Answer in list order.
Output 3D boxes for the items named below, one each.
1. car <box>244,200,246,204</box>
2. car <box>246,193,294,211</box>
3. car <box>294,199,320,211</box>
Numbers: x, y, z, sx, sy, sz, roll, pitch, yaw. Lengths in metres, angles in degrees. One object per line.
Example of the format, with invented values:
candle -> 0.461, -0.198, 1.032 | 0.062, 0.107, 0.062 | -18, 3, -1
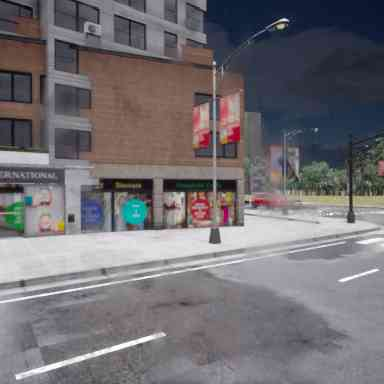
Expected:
car -> 7.383, 1.458, 52.952 | 1.895, 1.301, 4.718 | 0, 0, -22
car -> 9.222, 1.119, 39.889 | 2.150, 2.045, 5.566 | 0, 0, -22
car -> 12.863, 1.490, 39.607 | 1.895, 1.301, 4.718 | 0, 0, -23
